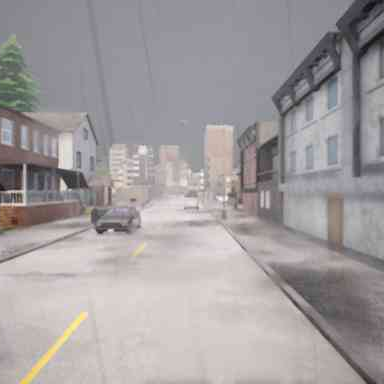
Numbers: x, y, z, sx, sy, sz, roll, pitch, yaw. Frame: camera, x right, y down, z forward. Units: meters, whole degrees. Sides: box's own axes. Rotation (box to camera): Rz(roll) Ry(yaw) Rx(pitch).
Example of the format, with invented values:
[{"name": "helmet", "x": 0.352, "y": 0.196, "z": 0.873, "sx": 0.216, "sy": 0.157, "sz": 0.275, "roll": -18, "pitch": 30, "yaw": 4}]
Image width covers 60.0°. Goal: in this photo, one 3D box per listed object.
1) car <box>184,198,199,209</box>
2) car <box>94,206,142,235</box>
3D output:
[{"name": "car", "x": -0.063, "y": 1.536, "z": 45.050, "sx": 1.812, "sy": 1.442, "sz": 4.674, "roll": 0, "pitch": 0, "yaw": 0}, {"name": "car", "x": -4.074, "y": 1.556, "z": 19.336, "sx": 2.033, "sy": 1.411, "sz": 5.357, "roll": 0, "pitch": 0, "yaw": 0}]
